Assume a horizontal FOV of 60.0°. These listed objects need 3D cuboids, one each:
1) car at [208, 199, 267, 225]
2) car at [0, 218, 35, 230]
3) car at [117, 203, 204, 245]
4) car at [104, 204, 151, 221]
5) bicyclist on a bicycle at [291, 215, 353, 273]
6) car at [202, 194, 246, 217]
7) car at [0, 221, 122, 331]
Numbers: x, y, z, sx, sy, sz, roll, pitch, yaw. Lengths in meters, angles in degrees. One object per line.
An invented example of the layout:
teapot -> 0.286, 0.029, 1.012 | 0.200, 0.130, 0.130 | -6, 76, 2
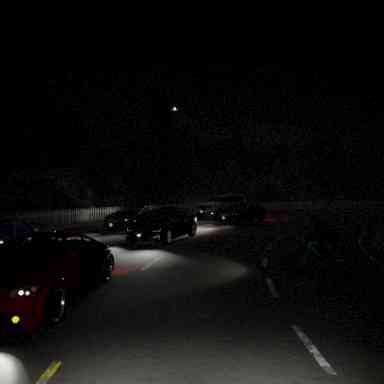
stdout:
car -> 3.709, 1.491, 24.466 | 2.128, 1.511, 4.902 | 0, 0, 40
car -> -6.287, 1.547, 10.286 | 2.033, 1.411, 5.357 | 0, 0, 9
car -> -1.260, 1.505, 15.702 | 1.837, 1.490, 4.892 | 0, 0, 22
car -> -3.226, 1.491, 19.919 | 2.128, 1.511, 4.902 | 0, 0, 27
bicyclist on a bicycle -> 3.569, 1.447, 9.197 | 1.656, 1.620, 0.582 | -2, 0, 10
car -> 2.661, 1.221, 28.598 | 2.150, 2.045, 5.566 | 0, 0, 44
car -> -3.125, 1.564, 6.936 | 1.994, 1.385, 4.181 | 0, 0, 6
